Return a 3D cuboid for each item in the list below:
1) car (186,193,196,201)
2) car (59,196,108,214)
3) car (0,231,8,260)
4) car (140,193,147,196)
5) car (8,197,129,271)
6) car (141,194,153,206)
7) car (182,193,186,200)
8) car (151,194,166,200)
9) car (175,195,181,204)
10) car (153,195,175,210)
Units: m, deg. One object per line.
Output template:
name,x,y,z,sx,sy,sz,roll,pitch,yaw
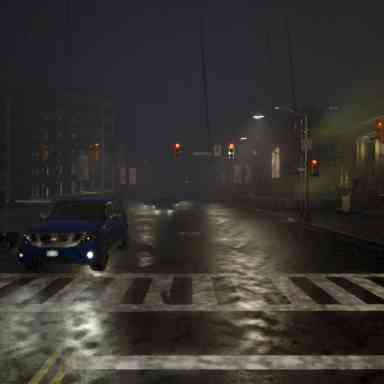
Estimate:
car,-1.092,1.224,87.867,2.150,2.045,5.566,0,0,-29
car,-11.501,1.352,35.395,2.097,1.767,4.553,0,0,44
car,-7.087,1.601,9.643,1.895,1.301,4.718,0,0,0
car,-11.975,1.114,85.933,1.837,1.490,4.892,0,0,-31
car,-3.588,1.221,11.306,2.150,2.045,5.566,0,0,0
car,-7.039,1.525,56.429,1.812,1.442,4.674,0,0,0
car,-4.129,1.552,86.139,1.994,1.385,4.181,0,0,-29
car,-9.515,1.449,94.482,1.837,1.490,4.892,0,0,-43
car,-3.541,1.505,62.282,1.837,1.490,4.892,0,0,0
car,-3.551,1.477,42.992,1.882,1.535,5.008,0,0,0
